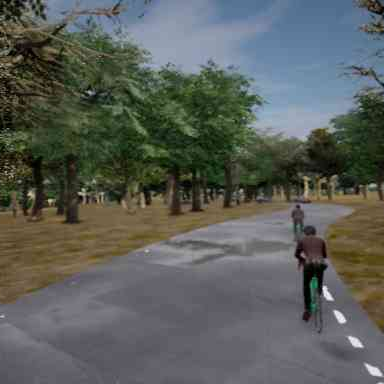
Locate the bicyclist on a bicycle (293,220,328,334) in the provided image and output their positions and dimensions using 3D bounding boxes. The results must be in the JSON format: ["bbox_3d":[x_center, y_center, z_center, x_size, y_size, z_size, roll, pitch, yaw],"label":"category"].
[{"bbox_3d":[2.069,1.417,5.726,0.582,1.620,1.656,-1,0,11],"label":"bicyclist on a bicycle"}]

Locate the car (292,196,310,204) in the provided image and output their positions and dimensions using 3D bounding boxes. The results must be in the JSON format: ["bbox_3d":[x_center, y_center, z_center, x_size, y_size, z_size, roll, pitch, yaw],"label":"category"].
[{"bbox_3d":[19.282,1.397,58.982,1.994,1.385,4.181,-1,-1,-4],"label":"car"}]

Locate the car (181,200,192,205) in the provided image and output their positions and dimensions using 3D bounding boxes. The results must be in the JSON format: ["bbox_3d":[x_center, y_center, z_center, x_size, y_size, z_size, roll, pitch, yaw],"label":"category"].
[{"bbox_3d":[-0.729,2.762,89.841,5.357,1.411,2.033,-3,-2,43],"label":"car"}]

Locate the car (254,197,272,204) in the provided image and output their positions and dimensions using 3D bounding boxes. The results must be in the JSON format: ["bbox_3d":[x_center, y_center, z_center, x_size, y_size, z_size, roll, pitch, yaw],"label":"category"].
[{"bbox_3d":[15.708,1.809,73.730,2.128,1.511,4.902,-1,-2,-24],"label":"car"}]

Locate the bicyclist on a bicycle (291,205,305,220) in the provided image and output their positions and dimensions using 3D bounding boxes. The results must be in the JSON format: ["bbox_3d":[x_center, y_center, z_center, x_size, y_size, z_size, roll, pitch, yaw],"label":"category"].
[{"bbox_3d":[4.474,1.360,14.015,0.582,1.620,1.656,-1,0,20],"label":"bicyclist on a bicycle"}]
